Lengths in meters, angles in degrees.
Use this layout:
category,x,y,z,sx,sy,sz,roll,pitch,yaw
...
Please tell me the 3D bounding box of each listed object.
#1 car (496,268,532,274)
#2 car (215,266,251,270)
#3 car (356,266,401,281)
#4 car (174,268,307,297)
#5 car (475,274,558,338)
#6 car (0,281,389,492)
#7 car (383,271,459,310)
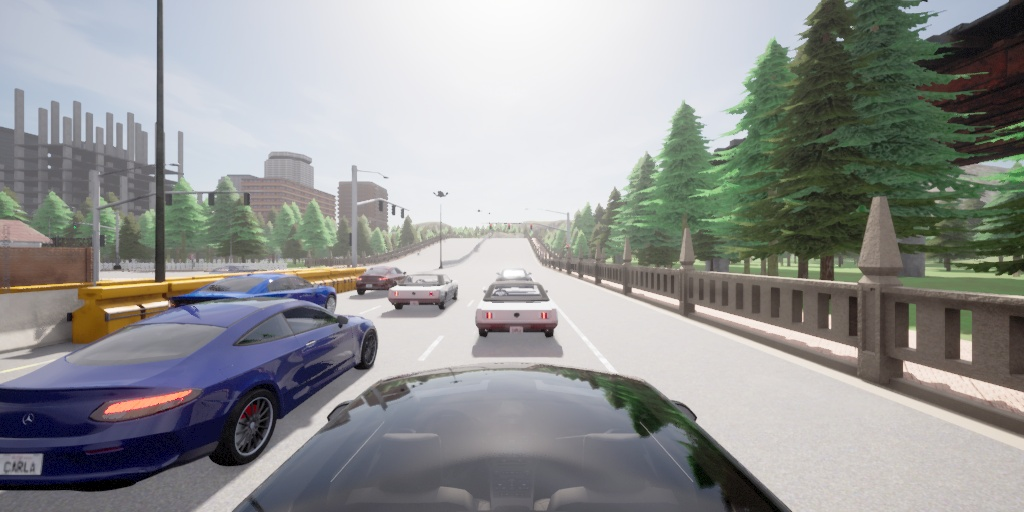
category,x,y,z,sx,sy,sz,roll,pitch,yaw
car,0.109,1.313,18.941,1.994,1.385,4.181,0,0,0
car,-14.038,1.350,19.108,1.895,1.301,4.718,0,0,0
car,-6.891,1.275,19.583,1.812,1.442,4.674,0,0,0
car,-6.896,1.227,10.242,1.882,1.535,5.008,0,0,0
car,0.105,1.351,10.189,1.895,1.301,4.718,0,0,0
car,-3.397,1.276,4.784,1.812,1.442,4.674,0,0,0
car,-3.394,1.350,14.702,1.895,1.301,4.718,0,0,0
